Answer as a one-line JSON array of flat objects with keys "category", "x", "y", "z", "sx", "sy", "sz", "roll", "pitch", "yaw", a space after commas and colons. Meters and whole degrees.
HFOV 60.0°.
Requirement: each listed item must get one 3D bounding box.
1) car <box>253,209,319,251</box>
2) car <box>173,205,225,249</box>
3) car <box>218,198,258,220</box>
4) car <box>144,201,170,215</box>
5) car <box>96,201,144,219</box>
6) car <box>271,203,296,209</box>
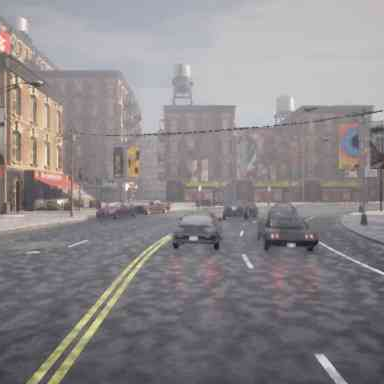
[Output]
[{"category": "car", "x": 3.810, "y": 1.613, "z": 14.044, "sx": 1.895, "sy": 1.301, "sz": 4.718, "roll": 0, "pitch": 0, "yaw": 7}, {"category": "car", "x": 0.331, "y": 1.530, "z": 14.429, "sx": 1.812, "sy": 1.442, "sz": 4.674, "roll": 0, "pitch": 0, "yaw": 7}, {"category": "car", "x": 4.202, "y": 1.364, "z": 28.272, "sx": 2.097, "sy": 1.767, "sz": 4.553, "roll": 0, "pitch": 0, "yaw": 24}, {"category": "car", "x": -4.234, "y": 1.591, "z": 34.201, "sx": 1.895, "sy": 1.301, "sz": 4.718, "roll": 0, "pitch": 0, "yaw": 30}, {"category": "car", "x": -6.398, "y": 1.516, "z": 28.895, "sx": 2.002, "sy": 1.452, "sz": 4.674, "roll": 0, "pitch": 0, "yaw": 20}, {"category": "car", "x": 7.400, "y": 1.570, "z": 26.849, "sx": 1.994, "sy": 1.385, "sz": 4.181, "roll": 0, "pitch": 0, "yaw": 24}]
